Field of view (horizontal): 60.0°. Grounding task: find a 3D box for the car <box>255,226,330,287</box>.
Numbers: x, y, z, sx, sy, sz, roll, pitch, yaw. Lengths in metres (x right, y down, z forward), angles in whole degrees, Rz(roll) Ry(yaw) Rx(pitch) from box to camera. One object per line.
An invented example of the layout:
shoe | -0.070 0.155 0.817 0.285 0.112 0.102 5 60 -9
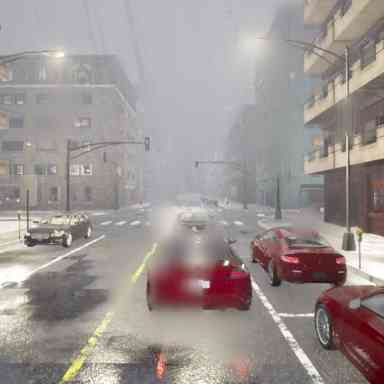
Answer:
car | 2.676 1.584 9.019 1.802 1.307 4.206 1 0 0

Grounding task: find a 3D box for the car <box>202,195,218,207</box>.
car | 3.014 1.558 51.141 2.008 1.369 4.403 1 0 0

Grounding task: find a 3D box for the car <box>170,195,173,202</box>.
car | -5.376 1.448 64.144 1.967 1.590 4.097 1 0 0

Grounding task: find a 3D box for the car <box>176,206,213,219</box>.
car | 0.119 1.604 16.560 1.895 1.301 4.718 0 0 0

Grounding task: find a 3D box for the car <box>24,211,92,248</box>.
car | -5.755 1.554 14.766 2.008 1.369 4.403 1 0 0

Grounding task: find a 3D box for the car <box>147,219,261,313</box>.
car | 0.114 1.566 7.743 1.994 1.385 4.181 0 0 -1

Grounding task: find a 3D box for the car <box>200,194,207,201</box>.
car | 3.044 1.558 69.729 2.008 1.369 4.403 1 0 0

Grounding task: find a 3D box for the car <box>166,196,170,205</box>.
car | -5.419 1.574 58.473 1.947 1.339 4.313 1 0 0

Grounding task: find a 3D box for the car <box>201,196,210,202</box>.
car | 3.085 1.590 75.399 1.802 1.307 4.206 1 0 0

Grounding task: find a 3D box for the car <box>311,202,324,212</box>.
car | 15.584 1.518 36.901 4.507 1.381 1.887 0 -1 1

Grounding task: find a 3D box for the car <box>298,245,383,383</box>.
car | 2.671 1.583 3.348 1.802 1.307 4.206 1 0 0

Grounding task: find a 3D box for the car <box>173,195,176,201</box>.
car | -5.294 1.575 75.485 1.947 1.339 4.313 1 0 0

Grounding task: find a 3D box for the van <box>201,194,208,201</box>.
van | 3.173 1.349 86.739 1.690 1.788 3.998 1 0 0

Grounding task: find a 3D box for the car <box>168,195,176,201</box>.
car | -5.210 1.554 86.826 1.887 1.381 4.507 1 0 0

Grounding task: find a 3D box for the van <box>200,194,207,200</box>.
van | 3.215 1.350 92.409 1.690 1.788 3.998 1 0 0

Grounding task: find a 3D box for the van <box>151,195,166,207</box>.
van | -5.533 1.349 52.811 1.690 1.788 3.998 1 0 0
